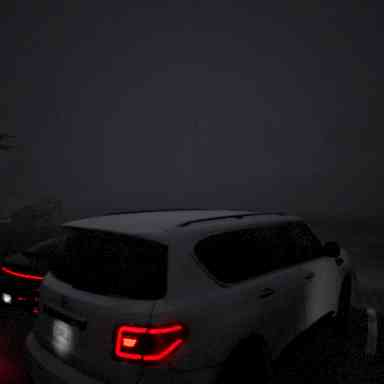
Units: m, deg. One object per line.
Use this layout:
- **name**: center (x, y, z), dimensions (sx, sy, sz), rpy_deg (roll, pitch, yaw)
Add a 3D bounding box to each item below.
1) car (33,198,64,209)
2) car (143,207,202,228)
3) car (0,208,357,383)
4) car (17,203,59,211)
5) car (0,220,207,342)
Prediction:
- **car**: center (-18.156, 1.809, 41.178), dimensions (5.566, 2.045, 2.150), rpy_deg (-1, -1, 38)
- **car**: center (-1.601, 1.893, 25.406), dimensions (1.895, 1.301, 4.718), rpy_deg (0, -1, -44)
- **car**: center (0.635, 1.273, 4.835), dimensions (2.150, 2.045, 5.566), rpy_deg (0, 0, 40)
- **car**: center (-14.443, 1.965, 29.892), dimensions (4.674, 1.442, 1.812), rpy_deg (-1, -1, 34)
- **car**: center (-1.785, 1.607, 7.747), dimensions (1.837, 1.490, 4.892), rpy_deg (2, 1, 36)
